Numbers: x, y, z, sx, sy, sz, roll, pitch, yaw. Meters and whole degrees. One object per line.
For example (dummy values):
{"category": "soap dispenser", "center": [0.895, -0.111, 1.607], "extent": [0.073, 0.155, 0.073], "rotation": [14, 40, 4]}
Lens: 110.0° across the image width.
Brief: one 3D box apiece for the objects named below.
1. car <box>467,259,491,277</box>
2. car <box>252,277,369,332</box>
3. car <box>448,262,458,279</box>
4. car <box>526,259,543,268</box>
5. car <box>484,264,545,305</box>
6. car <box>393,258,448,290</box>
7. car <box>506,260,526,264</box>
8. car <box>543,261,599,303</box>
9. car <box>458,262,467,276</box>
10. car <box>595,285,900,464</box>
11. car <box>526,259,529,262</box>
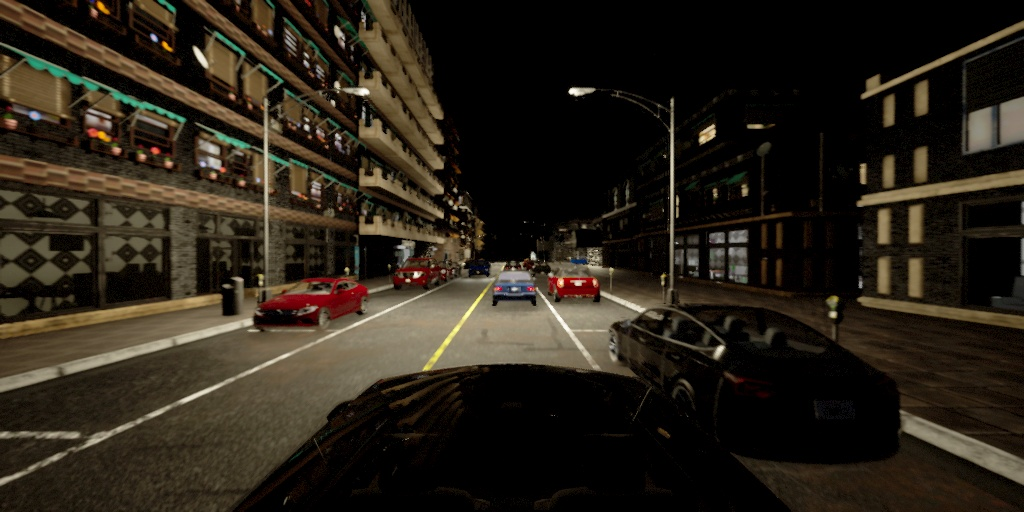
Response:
{"category": "car", "center": [-3.004, 1.181, 34.198], "extent": [1.882, 1.535, 5.008], "rotation": [0, 0, 0]}
{"category": "car", "center": [-5.692, 1.311, 10.757], "extent": [1.802, 1.307, 4.207], "rotation": [0, 0, 0]}
{"category": "car", "center": [-5.694, 1.133, 27.847], "extent": [1.967, 1.591, 4.097], "rotation": [0, 0, 0]}
{"category": "car", "center": [2.686, 1.235, 33.541], "extent": [2.007, 1.370, 4.403], "rotation": [0, 0, 0]}
{"category": "car", "center": [0.094, 1.266, 15.728], "extent": [2.033, 1.411, 5.357], "rotation": [0, 0, 0]}
{"category": "car", "center": [-5.694, 1.019, 22.150], "extent": [2.192, 1.841, 5.009], "rotation": [0, 0, 0]}
{"category": "car", "center": [0.096, 1.225, 37.533], "extent": [2.033, 1.411, 5.357], "rotation": [0, 0, 0]}
{"category": "car", "center": [2.687, 1.157, 16.451], "extent": [1.967, 1.591, 4.097], "rotation": [0, 0, 0]}
{"category": "car", "center": [-5.695, 1.234, 33.544], "extent": [2.007, 1.370, 4.403], "rotation": [0, 0, 0]}
{"category": "car", "center": [2.690, 1.308, 5.059], "extent": [1.948, 1.339, 4.313], "rotation": [0, 0, 0]}
{"category": "car", "center": [2.684, 1.213, 44.933], "extent": [1.888, 1.381, 4.507], "rotation": [0, 0, 0]}
